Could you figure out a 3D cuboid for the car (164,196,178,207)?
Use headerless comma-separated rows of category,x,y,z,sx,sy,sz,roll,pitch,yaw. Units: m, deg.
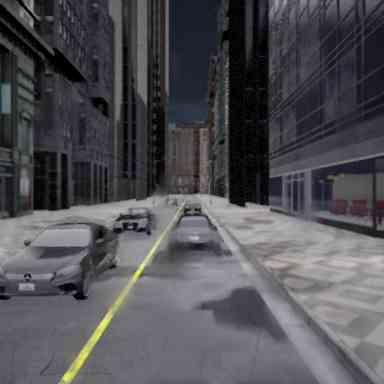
car,-3.108,1.415,49.746,2.128,1.511,4.902,0,0,0

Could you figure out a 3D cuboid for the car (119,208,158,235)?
car,-3.060,1.573,18.643,1.994,1.385,4.181,0,0,1

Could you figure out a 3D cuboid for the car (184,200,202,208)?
car,0.072,1.572,36.675,1.895,1.301,4.718,0,0,0

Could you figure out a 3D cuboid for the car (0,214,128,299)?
car,-3.097,1.537,8.595,1.812,1.442,4.674,0,0,0

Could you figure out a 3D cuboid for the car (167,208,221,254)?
car,0.084,1.575,13.578,1.994,1.385,4.181,0,0,0
